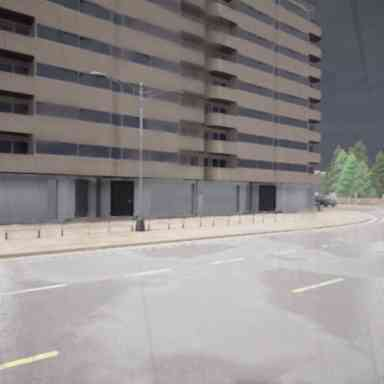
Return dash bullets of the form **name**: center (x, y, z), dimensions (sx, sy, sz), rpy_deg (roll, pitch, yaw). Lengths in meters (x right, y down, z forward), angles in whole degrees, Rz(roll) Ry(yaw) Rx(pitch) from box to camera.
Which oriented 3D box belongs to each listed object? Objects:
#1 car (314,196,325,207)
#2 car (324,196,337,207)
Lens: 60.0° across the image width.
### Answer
- **car**: center (21.006, 1.991, 59.912), dimensions (1.837, 1.490, 4.892), rpy_deg (1, -1, -23)
- **car**: center (24.131, 1.717, 61.551), dimensions (2.150, 2.045, 5.566), rpy_deg (1, 0, -24)
